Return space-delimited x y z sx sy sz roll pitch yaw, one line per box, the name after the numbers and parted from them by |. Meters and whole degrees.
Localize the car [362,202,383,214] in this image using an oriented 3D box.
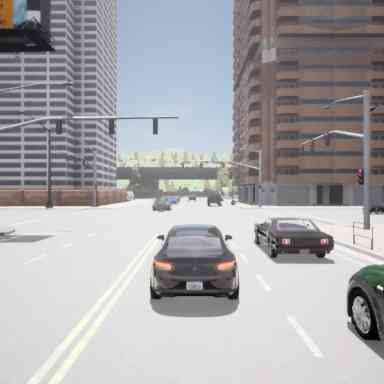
19.977 1.601 33.760 4.718 1.301 1.895 0 0 1 | car

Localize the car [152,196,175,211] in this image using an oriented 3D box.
-3.574 1.350 39.895 2.097 1.767 4.553 0 0 0 | car

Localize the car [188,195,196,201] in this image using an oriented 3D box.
0.045 1.425 77.336 1.837 1.490 4.892 0 0 0 | car

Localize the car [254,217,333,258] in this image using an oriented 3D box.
3.610 1.601 12.745 1.895 1.301 4.718 0 0 1 | car

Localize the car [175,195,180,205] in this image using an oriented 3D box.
-3.544 1.477 58.734 1.882 1.535 5.008 0 0 0 | car

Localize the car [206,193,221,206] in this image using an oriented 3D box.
3.633 1.220 55.880 2.150 2.045 5.566 0 0 0 | car

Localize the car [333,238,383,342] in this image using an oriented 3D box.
3.602 1.353 3.659 2.097 1.767 4.553 0 0 0 | car

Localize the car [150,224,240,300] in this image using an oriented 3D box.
0.066 1.526 8.294 1.812 1.442 4.674 0 0 0 | car
